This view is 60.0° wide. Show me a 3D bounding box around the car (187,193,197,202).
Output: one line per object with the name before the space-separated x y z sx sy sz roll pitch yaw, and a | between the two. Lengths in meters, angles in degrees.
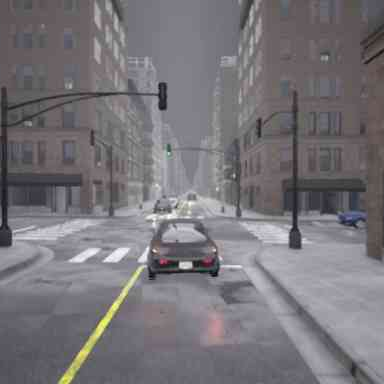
car | -0.015 1.209 77.145 2.150 2.045 5.566 0 0 0

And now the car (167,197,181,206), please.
car | -3.074 1.529 56.857 2.033 1.411 5.357 0 0 0

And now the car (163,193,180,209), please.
car | -3.103 1.203 46.278 2.150 2.045 5.566 0 0 0

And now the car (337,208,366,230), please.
car | 12.353 1.678 22.194 5.008 1.535 1.882 1 0 0

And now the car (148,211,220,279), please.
car | -0.333 1.512 9.936 1.812 1.442 4.674 0 0 -5

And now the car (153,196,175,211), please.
car | -3.118 1.486 36.224 1.837 1.490 4.892 0 0 -2
